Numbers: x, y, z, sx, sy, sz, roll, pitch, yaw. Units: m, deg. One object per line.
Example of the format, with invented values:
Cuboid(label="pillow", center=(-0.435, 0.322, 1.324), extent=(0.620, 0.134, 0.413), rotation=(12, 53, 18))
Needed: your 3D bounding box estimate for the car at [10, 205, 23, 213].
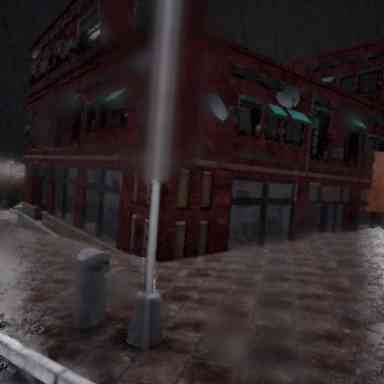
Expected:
Cuboid(label="car", center=(-31.784, 3.163, 61.494), extent=(1.837, 1.490, 4.892), rotation=(4, -3, -5))
